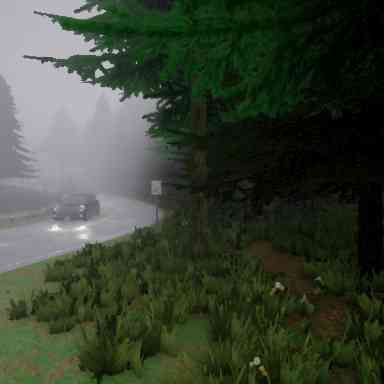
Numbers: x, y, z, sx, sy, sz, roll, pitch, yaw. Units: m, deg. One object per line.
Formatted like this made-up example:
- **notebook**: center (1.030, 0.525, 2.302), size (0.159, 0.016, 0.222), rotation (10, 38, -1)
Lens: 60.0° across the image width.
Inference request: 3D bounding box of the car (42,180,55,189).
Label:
- **car**: center (-18.493, -0.951, 45.360), size (4.892, 1.490, 1.837), rotation (6, 4, 38)

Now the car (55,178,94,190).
- **car**: center (-12.407, -0.341, 36.094), size (2.150, 2.045, 5.566), rotation (0, 5, -44)

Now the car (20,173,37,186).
- **car**: center (-25.830, -2.127, 52.412), size (2.150, 2.045, 5.566), rotation (0, 5, -30)

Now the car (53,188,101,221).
- **car**: center (-7.721, 0.913, 22.644), size (2.097, 1.767, 4.553), rotation (0, 3, -2)
